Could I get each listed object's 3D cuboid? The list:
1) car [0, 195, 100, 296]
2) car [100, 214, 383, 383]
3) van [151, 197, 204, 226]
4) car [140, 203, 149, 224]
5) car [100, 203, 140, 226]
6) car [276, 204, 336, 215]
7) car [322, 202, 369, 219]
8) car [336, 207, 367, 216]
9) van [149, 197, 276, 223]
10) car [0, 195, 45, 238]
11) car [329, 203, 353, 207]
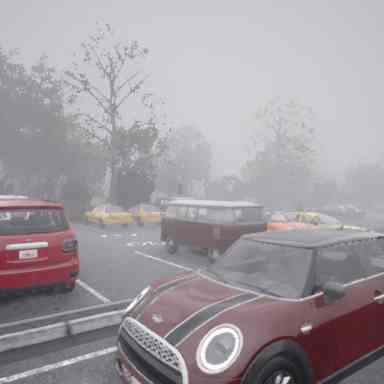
[{"bbox_3d":[-4.474,1.200,8.071,2.435,2.045,5.566,1,0,-36],"label":"car"},{"bbox_3d":[1.306,1.362,4.615,4.553,1.767,2.097,0,0,-35],"label":"car"},{"bbox_3d":[-1.181,1.375,25.392,1.878,1.987,4.442,1,-1,-36],"label":"van"},{"bbox_3d":[-3.627,1.553,24.002,1.946,1.575,5.366,1,-1,-36],"label":"car"},{"bbox_3d":[-5.787,1.516,22.447,1.946,1.575,5.366,1,0,-36],"label":"car"},{"bbox_3d":[3.008,1.417,13.473,2.185,1.767,4.553,1,-1,-36],"label":"car"},{"bbox_3d":[18.181,2.127,39.500,2.185,1.767,4.553,2,-1,-35],"label":"car"},{"bbox_3d":[5.500,1.586,15.001,1.946,1.575,5.366,1,-1,-36],"label":"car"},{"bbox_3d":[0.495,1.280,11.767,1.878,1.987,4.442,1,0,-36],"label":"van"},{"bbox_3d":[-10.299,1.210,18.934,2.435,2.045,5.566,0,0,-36],"label":"car"},{"bbox_3d":[15.632,2.189,37.608,2.002,1.452,4.674,2,-1,-36],"label":"car"}]
